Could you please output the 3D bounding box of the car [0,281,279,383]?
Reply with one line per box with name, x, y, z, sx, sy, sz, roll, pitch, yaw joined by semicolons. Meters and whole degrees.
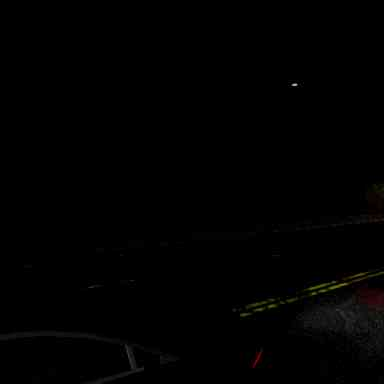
car;-1.397;1.492;2.466;4.902;1.511;2.128;0;0;-36
